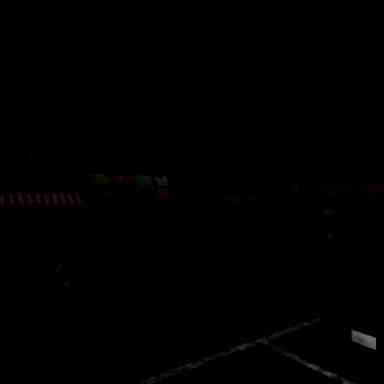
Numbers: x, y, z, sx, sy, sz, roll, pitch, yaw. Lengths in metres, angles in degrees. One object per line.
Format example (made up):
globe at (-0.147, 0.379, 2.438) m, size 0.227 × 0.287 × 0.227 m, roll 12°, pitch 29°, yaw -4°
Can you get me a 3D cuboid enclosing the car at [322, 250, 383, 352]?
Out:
car at (4.065, 1.610, 5.708) m, size 4.313 × 1.339 × 1.947 m, roll 0°, pitch -1°, yaw -35°
